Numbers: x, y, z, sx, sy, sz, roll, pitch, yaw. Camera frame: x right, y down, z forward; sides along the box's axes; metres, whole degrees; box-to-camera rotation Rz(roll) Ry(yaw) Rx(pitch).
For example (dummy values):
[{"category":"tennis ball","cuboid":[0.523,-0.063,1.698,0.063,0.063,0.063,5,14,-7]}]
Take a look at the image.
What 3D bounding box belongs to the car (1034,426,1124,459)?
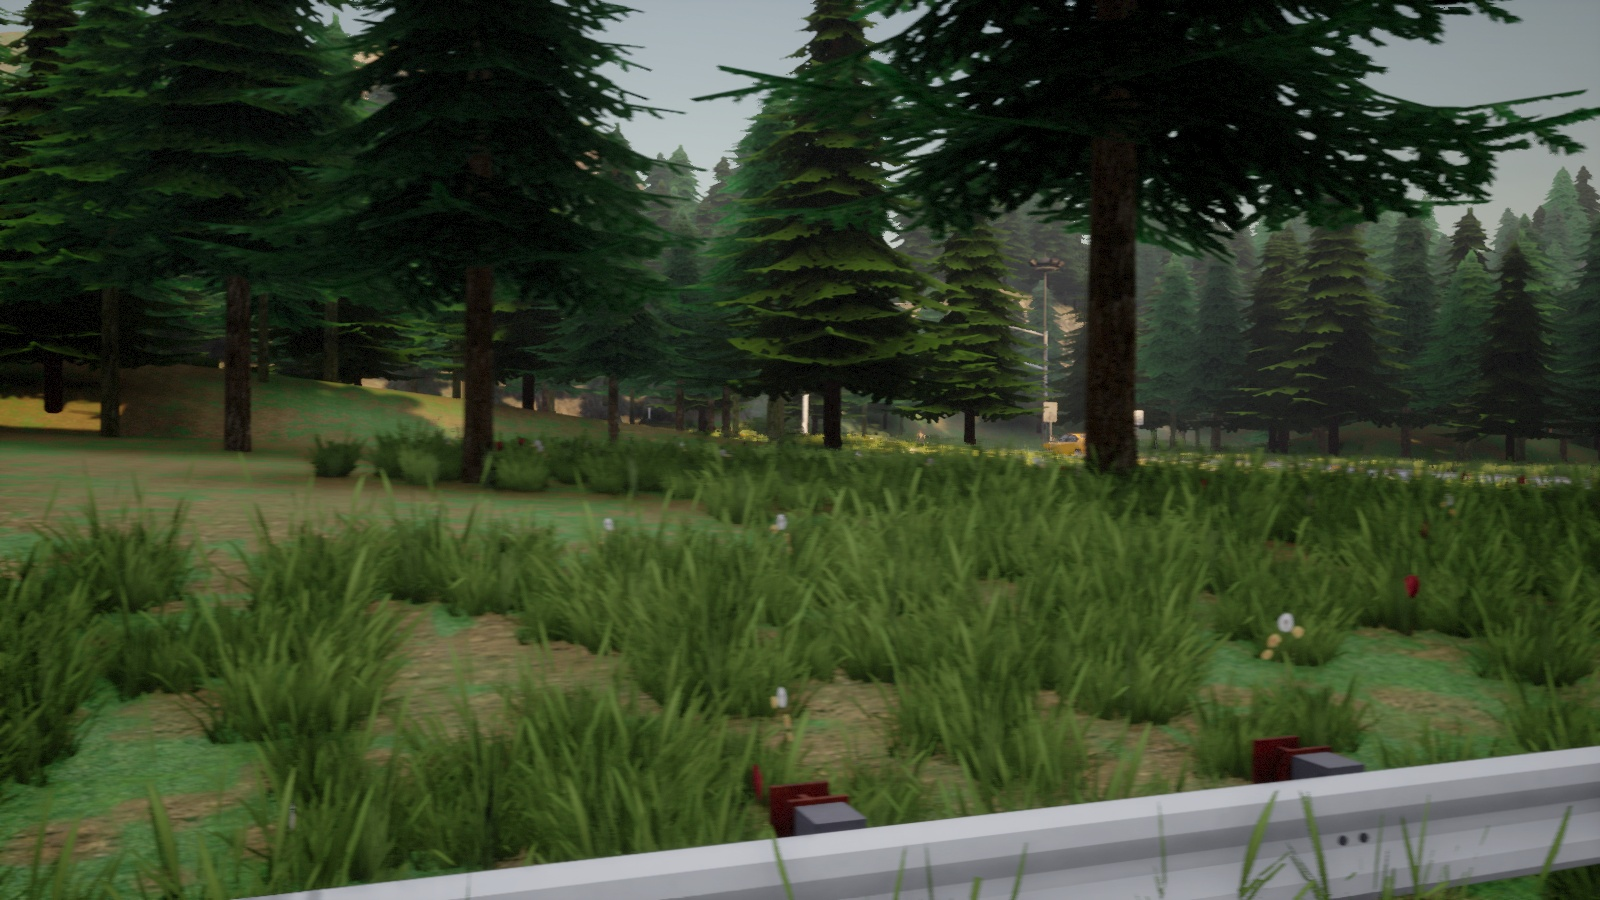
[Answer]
[{"category":"car","cuboid":[13.502,-0.390,61.003,1.882,1.535,5.008,-1,1,-20]}]
